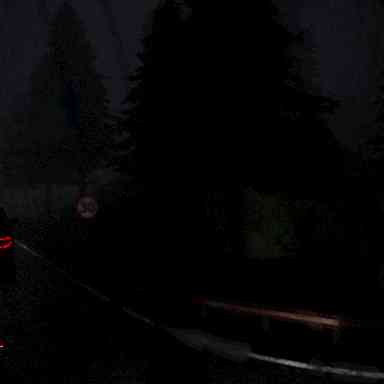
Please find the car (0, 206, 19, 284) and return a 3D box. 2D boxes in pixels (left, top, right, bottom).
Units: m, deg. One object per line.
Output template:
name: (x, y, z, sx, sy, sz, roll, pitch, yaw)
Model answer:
car: (-6.290, 1.383, 9.516, 2.150, 2.045, 5.566, -1, 0, -29)
